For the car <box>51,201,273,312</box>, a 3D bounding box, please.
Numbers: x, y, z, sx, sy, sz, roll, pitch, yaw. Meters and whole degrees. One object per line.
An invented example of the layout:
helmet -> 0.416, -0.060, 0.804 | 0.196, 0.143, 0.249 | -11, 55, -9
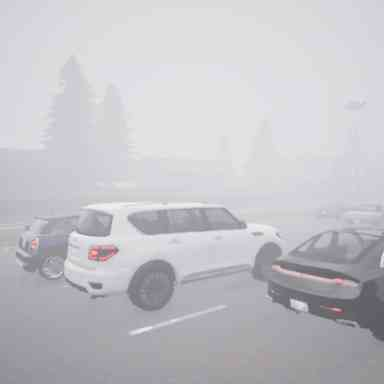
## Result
car -> -0.117, 1.229, 8.044 | 5.566, 2.045, 2.150 | -1, 0, -37

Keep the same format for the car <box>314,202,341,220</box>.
car -> 11.097, 1.400, 25.134 | 4.181, 1.385, 1.994 | -1, 0, -37

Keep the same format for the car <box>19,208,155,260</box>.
car -> -4.189, 1.550, 13.736 | 5.008, 1.535, 1.882 | -1, 0, -37

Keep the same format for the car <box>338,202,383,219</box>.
car -> 11.637, 1.427, 21.171 | 4.718, 1.301, 1.895 | -1, 0, -37

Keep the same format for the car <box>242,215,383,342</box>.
car -> 3.534, 1.442, 6.398 | 4.902, 1.511, 2.128 | -1, 0, -37

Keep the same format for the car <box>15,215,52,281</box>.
car -> -2.871, 1.403, 10.355 | 4.553, 1.767, 2.097 | -1, 0, -37
